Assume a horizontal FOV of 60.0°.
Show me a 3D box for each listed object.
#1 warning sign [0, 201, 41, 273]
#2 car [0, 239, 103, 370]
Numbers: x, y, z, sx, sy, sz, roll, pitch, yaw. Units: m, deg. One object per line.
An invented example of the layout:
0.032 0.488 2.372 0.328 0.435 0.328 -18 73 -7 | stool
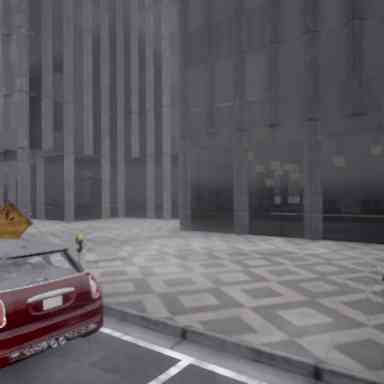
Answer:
-5.226 1.214 9.518 1.060 1.860 1.300 -1 0 35 | warning sign
-3.412 1.500 5.513 4.097 1.590 1.967 -1 0 35 | car
